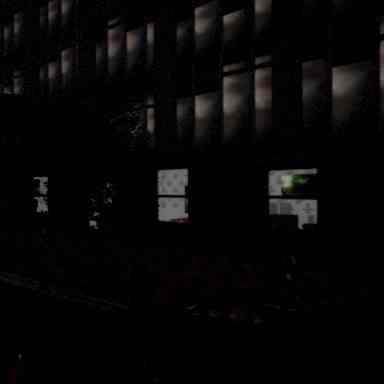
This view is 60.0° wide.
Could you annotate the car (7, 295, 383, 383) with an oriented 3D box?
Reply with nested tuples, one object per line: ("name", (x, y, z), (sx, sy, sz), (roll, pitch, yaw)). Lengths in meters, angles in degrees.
("car", (0.165, 1.585, 2.754), (4.206, 1.307, 1.802), (0, 0, 35))
